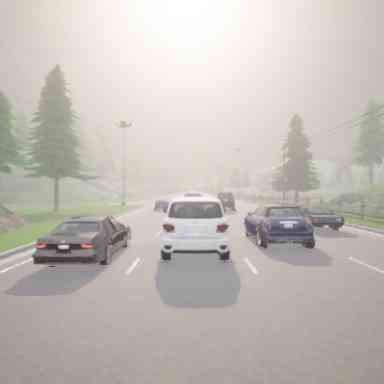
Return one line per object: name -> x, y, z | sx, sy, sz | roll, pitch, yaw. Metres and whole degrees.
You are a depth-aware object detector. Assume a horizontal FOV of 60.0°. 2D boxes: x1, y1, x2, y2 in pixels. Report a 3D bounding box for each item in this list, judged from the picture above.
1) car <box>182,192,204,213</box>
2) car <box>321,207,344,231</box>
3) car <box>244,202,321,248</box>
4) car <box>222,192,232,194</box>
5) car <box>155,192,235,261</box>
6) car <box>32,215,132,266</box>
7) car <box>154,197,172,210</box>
car -> 0.107, 1.055, 35.938 | 2.150, 2.045, 5.566 | 0, 0, 0
car -> 7.106, 1.508, 19.758 | 1.895, 1.301, 4.718 | 0, 0, 0
car -> 3.604, 1.283, 14.531 | 2.097, 1.767, 4.553 | 0, 0, 0
car -> 3.607, 1.042, 38.252 | 2.150, 2.045, 5.566 | 0, 0, 0
car -> 0.105, 1.167, 12.133 | 2.150, 2.045, 5.566 | 0, 1, 0
car -> -3.399, 1.494, 11.328 | 2.033, 1.411, 5.357 | 0, 0, 0
car -> -3.389, 1.339, 39.911 | 1.812, 1.442, 4.674 | 0, 0, 0
